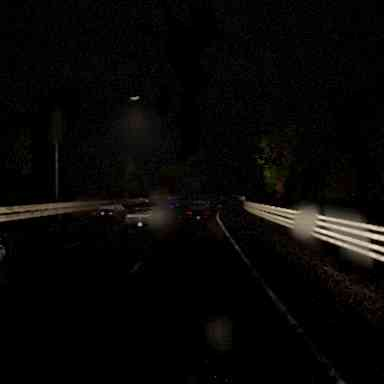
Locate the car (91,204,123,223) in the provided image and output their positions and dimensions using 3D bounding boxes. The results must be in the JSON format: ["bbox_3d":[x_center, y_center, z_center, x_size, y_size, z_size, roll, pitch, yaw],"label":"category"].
[{"bbox_3d":[-6.454,1.641,26.830,2.033,1.411,5.357,0,0,2],"label":"car"}]

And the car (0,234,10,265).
[{"bbox_3d":[-6.839,1.532,8.865,1.837,1.490,4.892,0,0,1],"label":"car"}]

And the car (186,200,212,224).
[{"bbox_3d":[0.509,1.616,25.365,1.812,1.442,4.674,0,0,2],"label":"car"}]

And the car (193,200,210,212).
[{"bbox_3d":[1.233,1.724,42.253,1.994,1.385,4.181,0,0,3],"label":"car"}]

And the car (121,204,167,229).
[{"bbox_3d":[-3.081,1.678,22.326,1.895,1.301,4.718,0,0,2],"label":"car"}]

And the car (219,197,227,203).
[{"bbox_3d":[7.470,1.863,79.200,1.895,1.301,4.718,0,0,5],"label":"car"}]

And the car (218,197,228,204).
[{"bbox_3d":[6.449,1.704,69.647,1.812,1.442,4.674,0,0,7],"label":"car"}]

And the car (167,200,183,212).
[{"bbox_3d":[-2.269,1.684,42.136,1.812,1.442,4.674,0,0,3],"label":"car"}]
